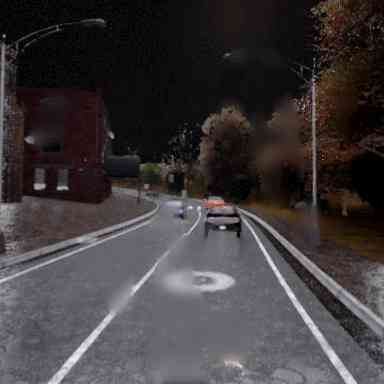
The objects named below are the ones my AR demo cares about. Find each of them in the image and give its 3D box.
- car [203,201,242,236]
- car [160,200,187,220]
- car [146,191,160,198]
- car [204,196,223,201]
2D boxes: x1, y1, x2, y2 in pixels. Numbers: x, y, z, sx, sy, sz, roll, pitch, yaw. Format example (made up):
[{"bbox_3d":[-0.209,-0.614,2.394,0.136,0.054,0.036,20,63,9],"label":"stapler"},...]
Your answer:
[{"bbox_3d":[1.678,1.458,18.176,2.128,1.511,4.902,0,0,5],"label":"car"},{"bbox_3d":[-1.404,1.420,26.882,1.812,1.442,4.674,0,1,3],"label":"car"},{"bbox_3d":[-7.938,0.509,68.086,1.895,1.301,4.718,1,2,-23],"label":"car"},{"bbox_3d":[2.391,1.166,36.422,2.097,1.767,4.553,0,1,-1],"label":"car"}]
